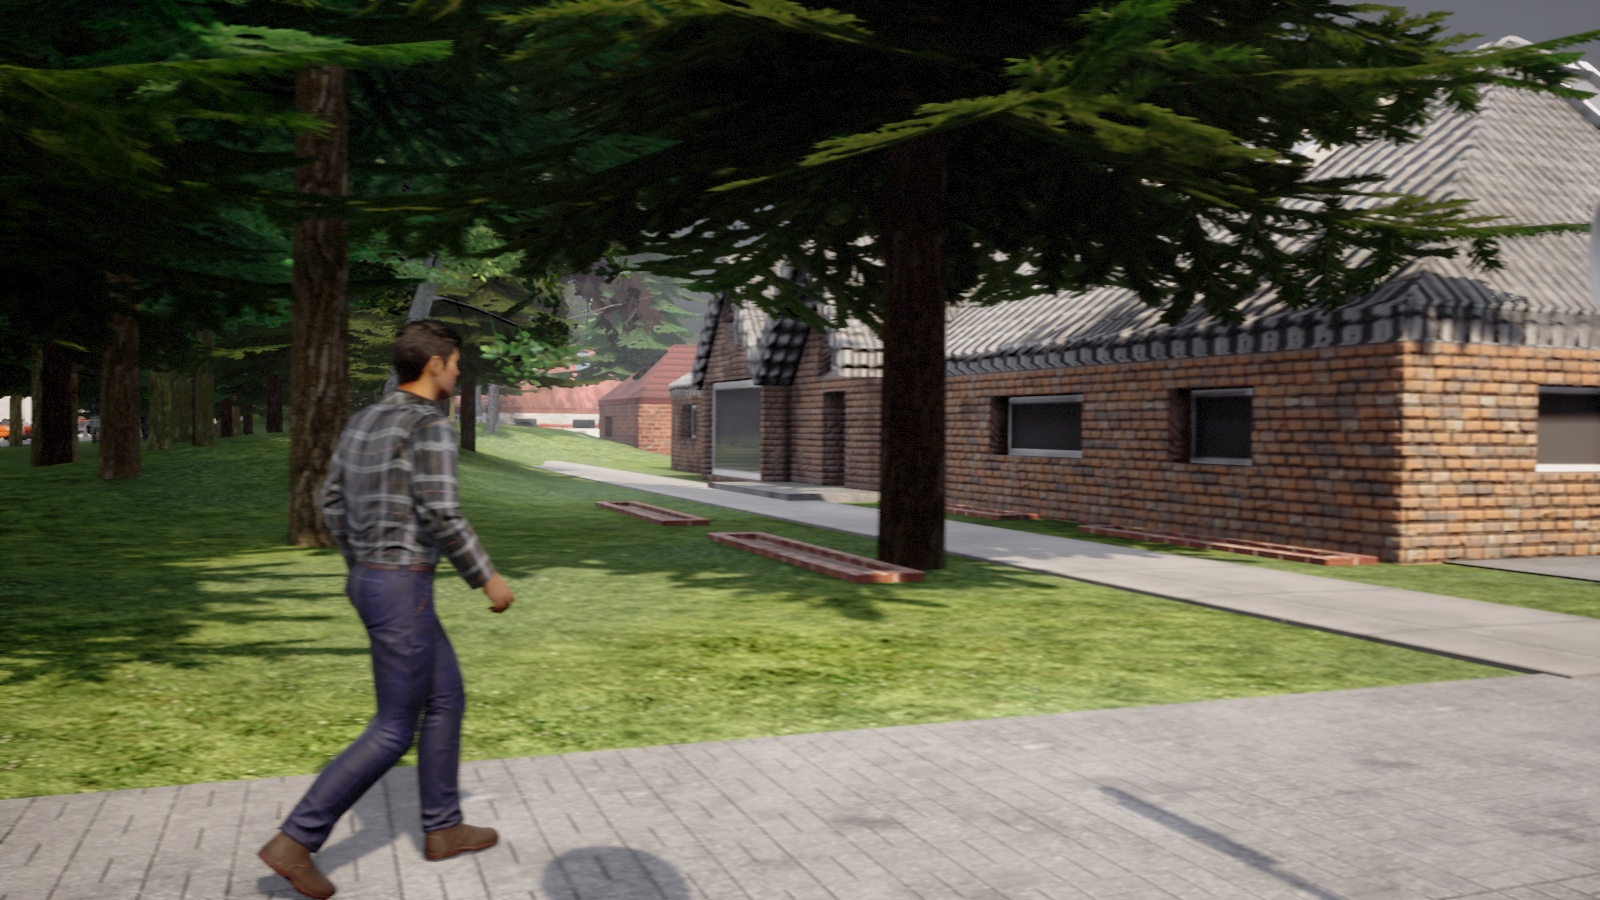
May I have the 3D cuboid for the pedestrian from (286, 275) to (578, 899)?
[{"bbox_3d":[-1.192,0.454,4.106,0.788,1.949,0.423,-1,1,-39],"label":"pedestrian"}]
